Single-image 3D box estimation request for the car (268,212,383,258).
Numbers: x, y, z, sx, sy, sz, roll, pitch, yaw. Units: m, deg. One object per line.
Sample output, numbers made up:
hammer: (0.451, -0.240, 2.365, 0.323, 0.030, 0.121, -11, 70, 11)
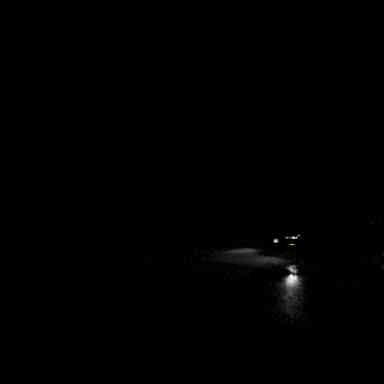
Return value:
car: (5.253, 1.541, 12.737, 4.892, 1.490, 1.837, 1, -3, -21)
